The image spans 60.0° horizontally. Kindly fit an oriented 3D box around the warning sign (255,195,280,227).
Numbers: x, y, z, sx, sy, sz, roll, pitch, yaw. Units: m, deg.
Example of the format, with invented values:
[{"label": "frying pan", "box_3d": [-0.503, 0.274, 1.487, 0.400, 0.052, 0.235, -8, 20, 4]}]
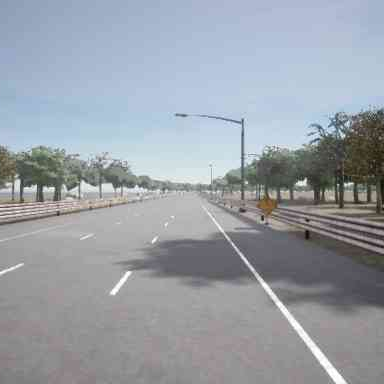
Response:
[{"label": "warning sign", "box_3d": [4.550, 1.112, 20.206, 1.300, 1.860, 1.060, 0, 0, 0]}]
